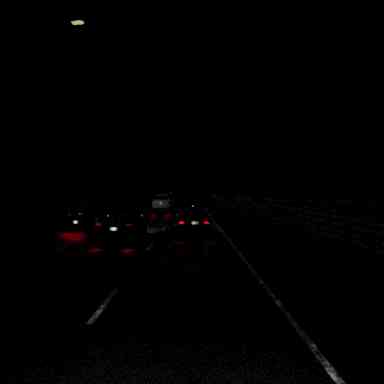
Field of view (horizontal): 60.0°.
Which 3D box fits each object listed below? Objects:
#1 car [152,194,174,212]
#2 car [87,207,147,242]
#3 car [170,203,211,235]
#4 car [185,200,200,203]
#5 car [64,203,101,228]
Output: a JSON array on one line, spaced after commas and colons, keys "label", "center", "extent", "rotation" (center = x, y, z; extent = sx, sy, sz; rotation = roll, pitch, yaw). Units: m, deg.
[{"label": "car", "center": [-3.400, 1.270, 38.956], "extent": [2.150, 2.045, 5.566], "rotation": [0, 0, 0]}, {"label": "car", "center": [-3.403, 1.574, 16.428], "extent": [1.994, 1.385, 4.181], "rotation": [0, 0, 0]}, {"label": "car", "center": [0.093, 1.562, 18.777], "extent": [2.033, 1.411, 5.357], "rotation": [0, 0, 0]}, {"label": "car", "center": [0.088, 1.615, 40.402], "extent": [1.994, 1.385, 4.181], "rotation": [0, 0, 0]}, {"label": "car", "center": [-6.908, 1.524, 22.148], "extent": [1.837, 1.490, 4.892], "rotation": [0, 0, 0]}]
